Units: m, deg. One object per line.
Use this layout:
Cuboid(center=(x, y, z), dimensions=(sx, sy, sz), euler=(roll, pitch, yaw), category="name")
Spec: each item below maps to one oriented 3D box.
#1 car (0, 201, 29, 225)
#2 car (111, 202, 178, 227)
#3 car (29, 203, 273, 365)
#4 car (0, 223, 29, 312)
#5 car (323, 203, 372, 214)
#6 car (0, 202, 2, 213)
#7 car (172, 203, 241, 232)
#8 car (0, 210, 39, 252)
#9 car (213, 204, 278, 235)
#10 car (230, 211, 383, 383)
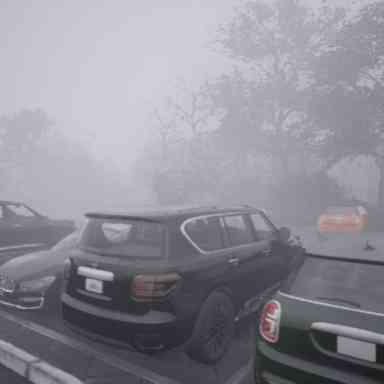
Cuboid(center=(-6.478, 1.285, 11.098), dimensions=(2.435, 2.045, 5.566), euler=(-1, 0, 36), category="car")
Cuboid(center=(-3.424, 1.591, 24.947), dimensions=(2.097, 1.535, 5.008), euler=(-1, -1, 36), category="car")
Cuboid(center=(0.368, 1.229, 6.214), dimensions=(2.435, 2.045, 5.566), euler=(0, 0, 35), category="car")
Cuboid(center=(-1.928, 1.496, 7.824), dimensions=(2.231, 1.521, 4.892), euler=(0, 0, 35), category="car")
Cuboid(center=(7.894, 1.356, 16.839), dimensions=(2.185, 1.767, 4.553), euler=(0, 0, 35), category="car")
Cuboid(center=(-26.601, 2.006, 41.503), dimensions=(2.002, 1.452, 4.674), euler=(-1, -1, 36), category="car")
Cuboid(center=(1.113, 1.537, 21.720), dimensions=(2.097, 1.535, 5.008), euler=(-1, 0, 36), category="car")
Cuboid(center=(-8.776, 1.563, 12.696), dimensions=(2.231, 1.521, 4.892), euler=(-1, 0, 36), category="car")
Cuboid(center=(3.380, 1.556, 20.099), dimensions=(2.002, 1.452, 4.674), euler=(-1, 0, 36), category="car")
Cuboid(center=(2.615, 1.341, 4.539), dimensions=(2.185, 1.767, 4.553), euler=(0, 0, 35), category="car")
